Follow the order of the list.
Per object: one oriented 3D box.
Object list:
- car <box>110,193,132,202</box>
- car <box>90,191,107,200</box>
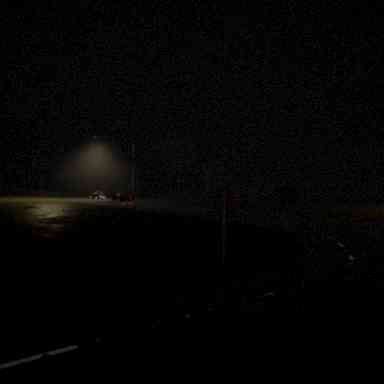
[{"bbox_3d":[-11.116,0.845,51.769,1.895,1.301,4.718,1,0,-35],"label":"car"},{"bbox_3d":[-16.861,0.554,59.915,1.837,1.490,4.892,1,1,-35],"label":"car"}]
